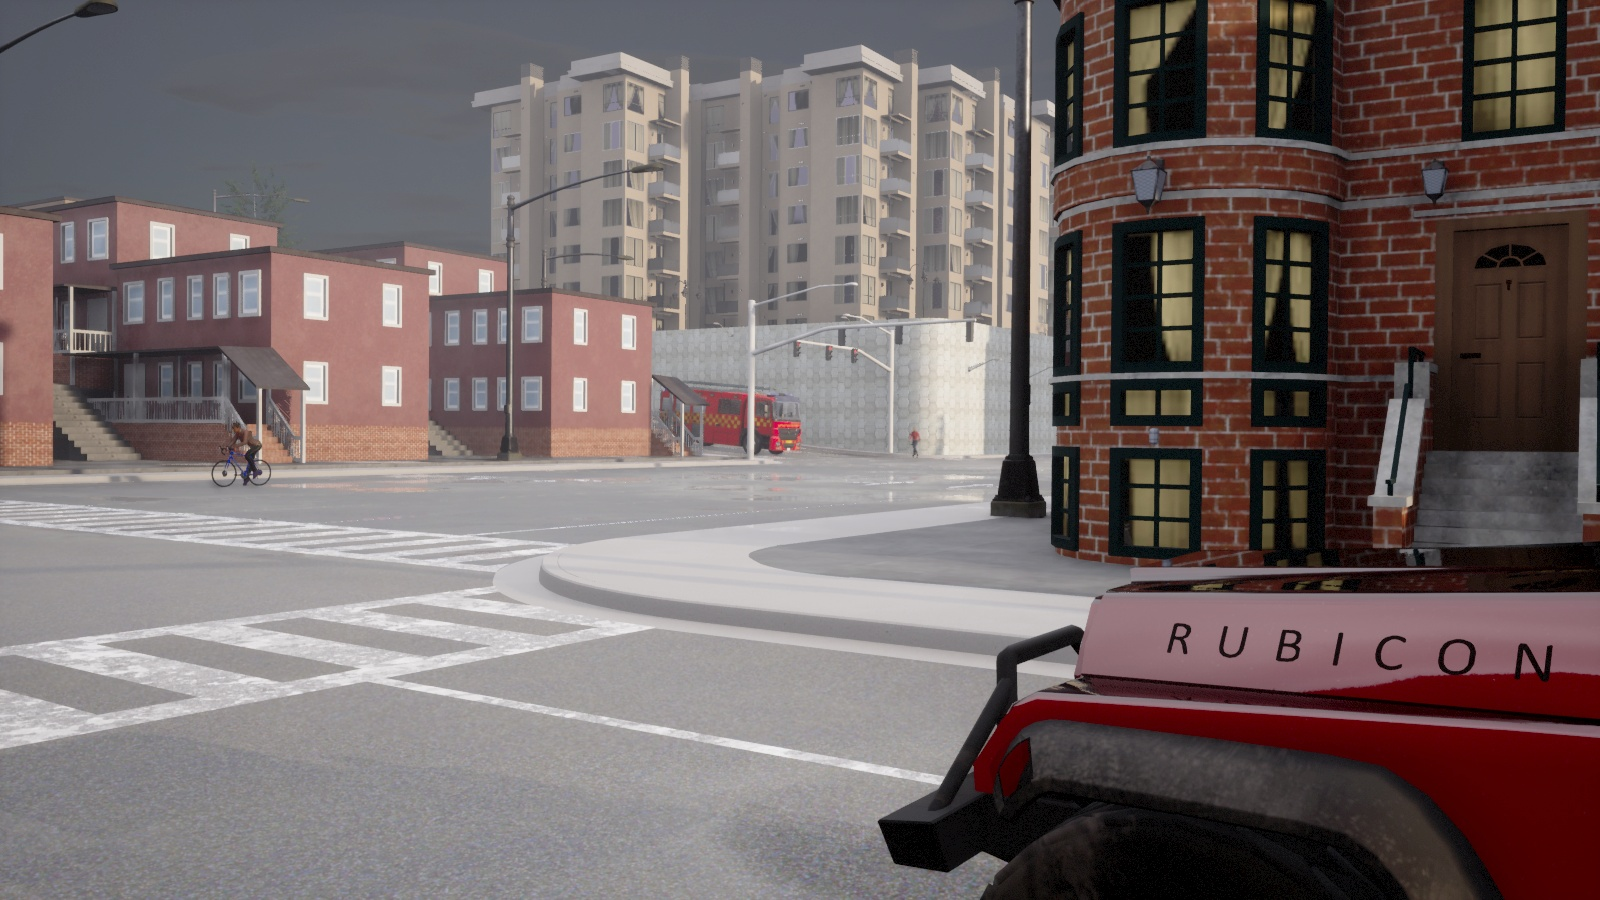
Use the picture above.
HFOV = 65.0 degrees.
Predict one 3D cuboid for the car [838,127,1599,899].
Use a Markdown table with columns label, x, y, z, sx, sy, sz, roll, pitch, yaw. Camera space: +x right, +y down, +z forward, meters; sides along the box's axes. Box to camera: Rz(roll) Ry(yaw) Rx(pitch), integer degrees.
| label | x | y | z | sx | sy | sz | roll | pitch | yaw |
| --- | --- | --- | --- | --- | --- | --- | --- | --- | --- |
| car | 2.219 | 0.478 | 2.153 | 3.866 | 1.878 | 1.905 | 0 | 1 | 33 |

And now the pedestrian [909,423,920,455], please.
| label | x | y | z | sx | sy | sz | roll | pitch | yaw |
| --- | --- | --- | --- | --- | --- | --- | --- | --- | --- |
| pedestrian | 6.694 | -0.635 | 73.381 | 0.331 | 1.846 | 0.636 | 0 | 1 | 33 |

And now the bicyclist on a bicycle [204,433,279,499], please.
| label | x | y | z | sx | sy | sz | roll | pitch | yaw |
| --- | --- | --- | --- | --- | --- | --- | --- | --- | --- |
| bicyclist on a bicycle | -14.082 | 0.379 | 31.706 | 0.582 | 1.620 | 1.656 | 0 | 1 | 33 |

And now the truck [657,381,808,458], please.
| label | x | y | z | sx | sy | sz | roll | pitch | yaw |
| --- | --- | --- | --- | --- | --- | --- | --- | --- | --- |
| truck | -4.007 | -1.806 | 72.816 | 8.468 | 3.827 | 2.891 | 6 | 4 | 33 |
